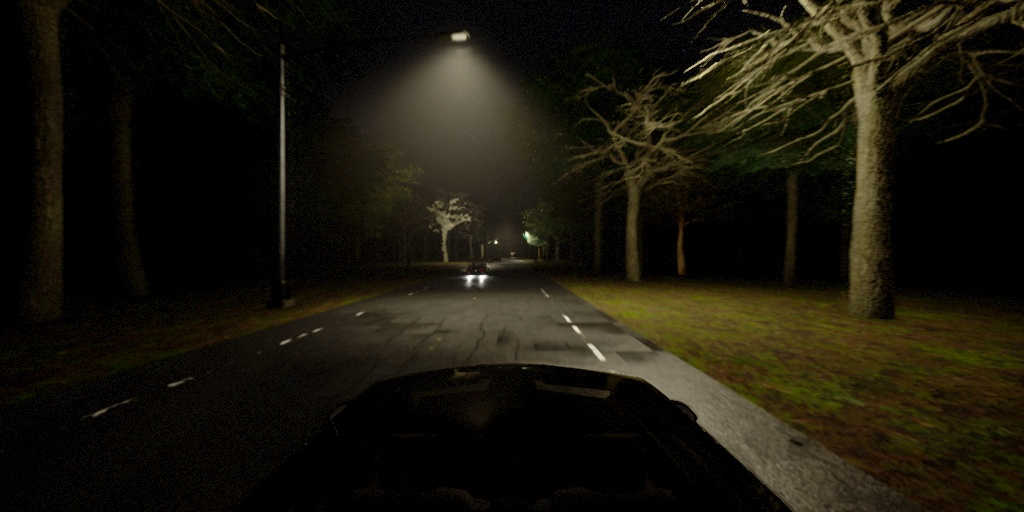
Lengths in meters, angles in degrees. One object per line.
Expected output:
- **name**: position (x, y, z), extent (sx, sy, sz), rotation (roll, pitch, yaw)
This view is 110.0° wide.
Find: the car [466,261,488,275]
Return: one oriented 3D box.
- **car**: position (-3.559, 1.253, 37.233), extent (1.994, 1.385, 4.181), rotation (0, 0, 0)
